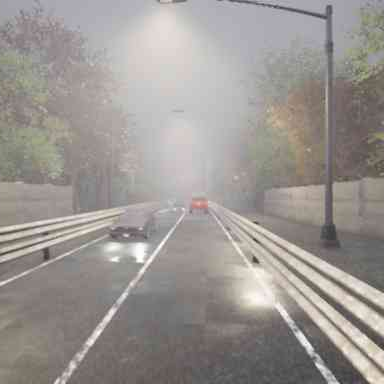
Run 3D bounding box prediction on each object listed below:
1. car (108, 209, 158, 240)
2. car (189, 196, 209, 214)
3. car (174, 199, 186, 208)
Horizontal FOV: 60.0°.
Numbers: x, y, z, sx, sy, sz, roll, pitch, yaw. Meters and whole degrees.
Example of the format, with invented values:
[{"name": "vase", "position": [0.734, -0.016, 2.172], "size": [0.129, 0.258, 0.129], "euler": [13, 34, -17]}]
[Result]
[{"name": "car", "position": [-2.999, 1.638, 18.053], "size": [2.033, 1.411, 5.357], "euler": [0, 0, 1]}, {"name": "car", "position": [0.806, 1.500, 40.039], "size": [2.150, 2.045, 5.566], "euler": [0, -1, 1]}, {"name": "car", "position": [-2.132, 2.057, 57.949], "size": [1.837, 1.490, 4.892], "euler": [0, -1, 2]}]
